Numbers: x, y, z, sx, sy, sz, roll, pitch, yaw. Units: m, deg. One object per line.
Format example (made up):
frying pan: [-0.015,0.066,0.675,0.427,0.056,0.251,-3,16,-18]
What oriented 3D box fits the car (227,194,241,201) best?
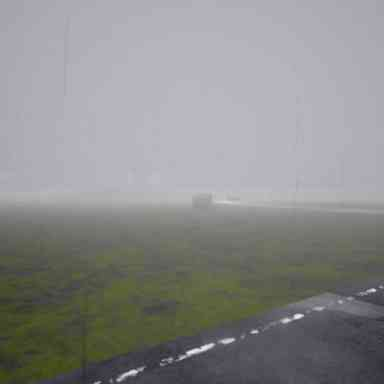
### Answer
car: [8.576,1.164,68.908,1.837,1.490,4.892,-1,0,-12]
